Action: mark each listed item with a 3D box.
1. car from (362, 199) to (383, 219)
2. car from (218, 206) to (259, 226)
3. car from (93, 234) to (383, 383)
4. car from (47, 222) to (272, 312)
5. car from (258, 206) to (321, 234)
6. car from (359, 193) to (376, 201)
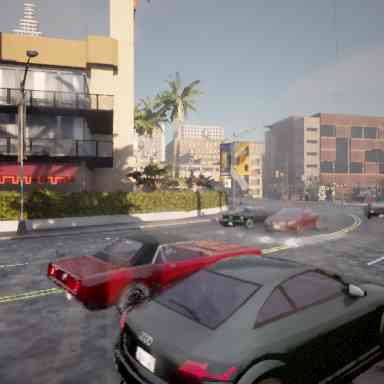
[{"bbox_3d":[15.954,1.589,28.710,1.895,1.301,4.718,0,0,22],"label":"car"},{"bbox_3d":[3.691,1.588,21.539,1.895,1.301,4.718,0,0,39],"label":"car"},{"bbox_3d":[1.129,1.561,4.414,4.181,1.385,1.994,0,0,-38],"label":"car"},{"bbox_3d":[-0.523,1.595,7.444,4.718,1.301,1.895,0,0,-39],"label":"car"},{"bbox_3d":[5.790,1.516,18.746,1.812,1.442,4.674,0,0,39],"label":"car"},{"bbox_3d":[36.605,1.225,70.992,2.185,1.767,4.553,0,0,-14],"label":"car"}]
